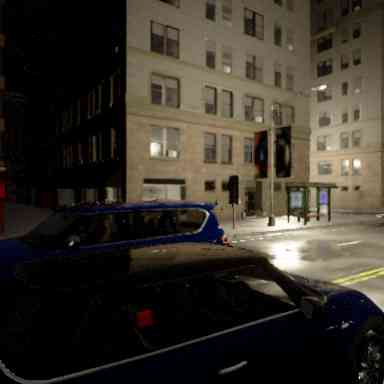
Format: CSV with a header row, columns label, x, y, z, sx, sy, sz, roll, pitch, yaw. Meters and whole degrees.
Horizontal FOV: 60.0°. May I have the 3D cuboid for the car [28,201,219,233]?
label,x,y,z,sx,sy,sz,roll,pitch,yaw
car,-1.769,1.217,6.400,5.566,2.045,2.150,0,0,-35

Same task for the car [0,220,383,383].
label,x,y,z,sx,sy,sz,roll,pitch,yaw
car,0.164,1.348,3.553,4.553,1.767,2.097,0,0,-35
